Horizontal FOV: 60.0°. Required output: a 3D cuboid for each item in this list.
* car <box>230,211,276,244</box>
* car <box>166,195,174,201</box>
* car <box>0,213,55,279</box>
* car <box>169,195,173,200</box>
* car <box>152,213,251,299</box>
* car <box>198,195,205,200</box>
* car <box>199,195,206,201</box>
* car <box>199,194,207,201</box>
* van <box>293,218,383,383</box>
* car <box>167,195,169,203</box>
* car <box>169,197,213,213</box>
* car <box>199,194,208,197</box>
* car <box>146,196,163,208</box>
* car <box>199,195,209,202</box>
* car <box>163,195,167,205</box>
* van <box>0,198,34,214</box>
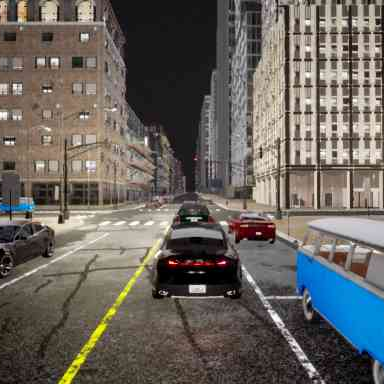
[{"bbox_3d":[2.698,1.545,15.706,1.887,1.381,4.507,1,0,0],"label":"car"},{"bbox_3d":[-5.679,1.475,87.542,1.752,1.417,4.829,1,0,0],"label":"car"},{"bbox_3d":[-5.682,1.567,10.135,1.947,1.339,4.313,1,0,0],"label":"car"},{"bbox_3d":[-5.680,1.519,70.756,2.008,1.369,4.403,1,0,0],"label":"car"},{"bbox_3d":[0.101,1.506,8.433,1.837,1.490,4.892,0,0,0],"label":"car"},{"bbox_3d":[2.700,1.524,93.362,1.802,1.307,4.206,1,0,0],"label":"car"},{"bbox_3d":[2.701,1.475,87.880,1.752,1.417,4.829,1,0,0],"label":"car"},{"bbox_3d":[2.702,1.396,82.059,1.967,1.590,4.097,1,0,0],"label":"car"},{"bbox_3d":[2.701,1.342,4.553,1.690,1.788,3.998,1,0,0],"label":"van"},{"bbox_3d":[-5.680,1.562,59.454,1.802,1.307,4.206,1,0,0],"label":"car"},{"bbox_3d":[0.070,1.352,17.526,2.097,1.767,4.553,0,0,-1],"label":"car"},{"bbox_3d":[2.700,1.531,59.452,2.008,1.369,4.403,1,0,0],"label":"car"},{"bbox_3d":[-5.681,1.573,48.150,1.802,1.307,4.206,1,0,0],"label":"car"},{"bbox_3d":[2.701,1.513,76.406,2.008,1.369,4.403,1,0,0],"label":"car"},{"bbox_3d":[-5.678,1.426,53.803,1.967,1.590,4.097,1,0,0],"label":"car"},{"bbox_3d":[-19.737,1.525,37.021,3.998,1.788,1.690,0,0,1],"label":"van"}]
